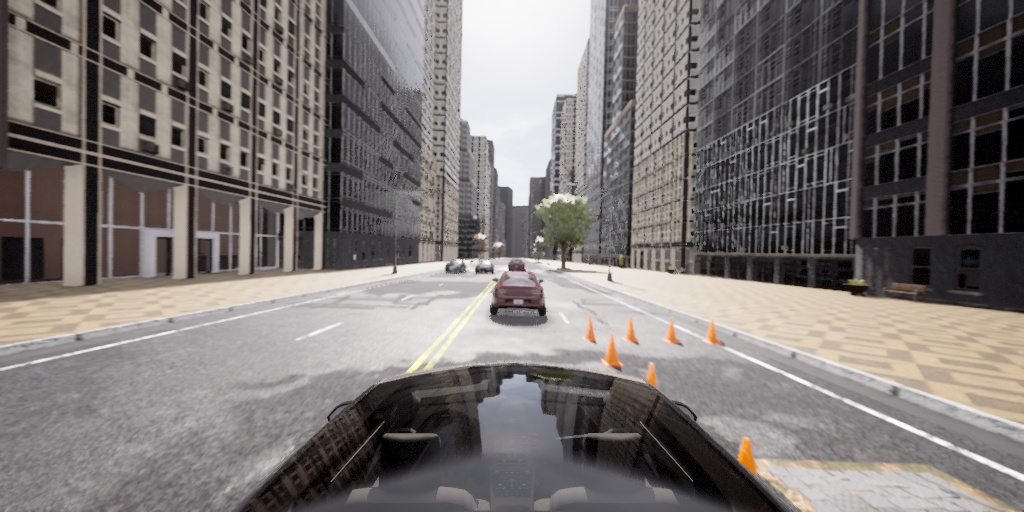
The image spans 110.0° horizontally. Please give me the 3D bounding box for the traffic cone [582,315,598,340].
[{"bbox_3d":[1.927,1.757,8.874,0.340,0.580,0.340,0,0,1],"label":"traffic cone"}]

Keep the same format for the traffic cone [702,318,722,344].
[{"bbox_3d":[4.926,1.831,8.842,0.340,0.580,0.340,0,0,1],"label":"traffic cone"}]

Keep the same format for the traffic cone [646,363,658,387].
[{"bbox_3d":[1.886,1.754,4.873,0.340,0.580,0.340,0,0,1],"label":"traffic cone"}]

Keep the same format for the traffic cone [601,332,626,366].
[{"bbox_3d":[1.907,1.756,6.873,0.340,0.580,0.340,0,0,1],"label":"traffic cone"}]

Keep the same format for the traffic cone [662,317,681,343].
[{"bbox_3d":[3.926,1.807,8.853,0.340,0.580,0.340,0,0,1],"label":"traffic cone"}]

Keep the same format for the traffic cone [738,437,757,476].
[{"bbox_3d":[1.865,1.752,2.874,0.340,0.580,0.340,0,0,1],"label":"traffic cone"}]

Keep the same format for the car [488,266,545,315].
[{"bbox_3d":[0.227,1.288,13.617,1.812,1.442,4.674,1,0,1],"label":"car"}]

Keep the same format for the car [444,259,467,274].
[{"bbox_3d":[-6.170,1.113,39.606,2.128,1.511,4.902,1,0,1],"label":"car"}]

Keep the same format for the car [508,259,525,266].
[{"bbox_3d":[0.542,1.141,44.215,2.097,1.767,4.553,1,0,1],"label":"car"}]

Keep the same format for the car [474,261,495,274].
[{"bbox_3d":[-2.932,1.265,39.385,1.994,1.385,4.181,1,0,1],"label":"car"}]

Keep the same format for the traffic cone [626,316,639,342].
[{"bbox_3d":[2.927,1.782,8.863,0.340,0.580,0.340,0,0,1],"label":"traffic cone"}]
